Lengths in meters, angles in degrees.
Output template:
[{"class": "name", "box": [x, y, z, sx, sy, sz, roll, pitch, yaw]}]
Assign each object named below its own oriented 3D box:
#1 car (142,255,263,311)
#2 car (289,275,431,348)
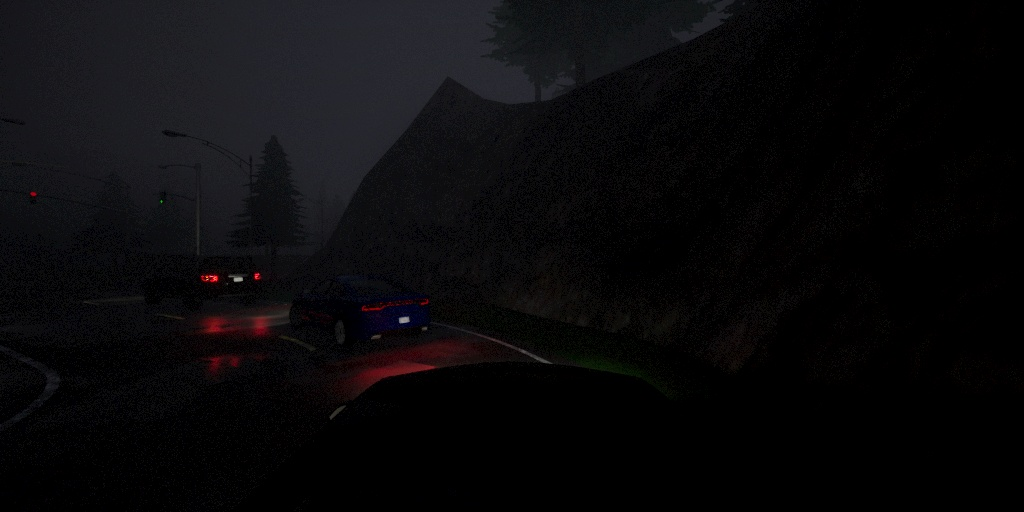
[{"class": "car", "box": [-12.648, 0.971, 14.647, 5.566, 2.045, 2.150, 0, 0, 27]}, {"class": "car", "box": [-4.129, 1.228, 9.418, 5.008, 1.535, 1.882, 0, 0, 43]}]
